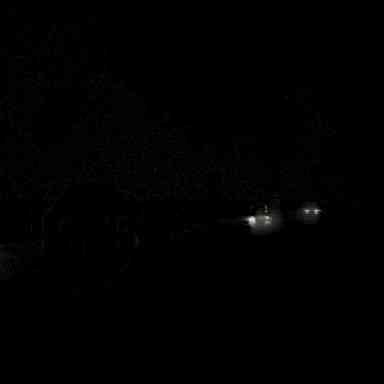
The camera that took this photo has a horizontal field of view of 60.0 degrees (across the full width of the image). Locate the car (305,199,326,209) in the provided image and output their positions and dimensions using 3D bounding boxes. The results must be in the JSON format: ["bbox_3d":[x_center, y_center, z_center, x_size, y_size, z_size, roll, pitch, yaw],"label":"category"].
[{"bbox_3d":[17.657,1.648,47.479,1.994,1.385,4.181,-2,-2,36],"label":"car"}]

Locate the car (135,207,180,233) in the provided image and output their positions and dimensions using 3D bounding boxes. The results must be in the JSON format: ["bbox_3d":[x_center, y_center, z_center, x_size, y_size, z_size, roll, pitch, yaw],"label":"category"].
[{"bbox_3d":[-2.609,1.634,20.089,1.994,1.385,4.181,-2,-1,37],"label":"car"}]

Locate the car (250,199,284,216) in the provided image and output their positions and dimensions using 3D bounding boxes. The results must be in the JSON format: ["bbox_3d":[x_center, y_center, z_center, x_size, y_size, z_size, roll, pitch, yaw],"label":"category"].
[{"bbox_3d":[7.698,1.477,34.104,2.097,1.767,4.553,-2,-2,36],"label":"car"}]
